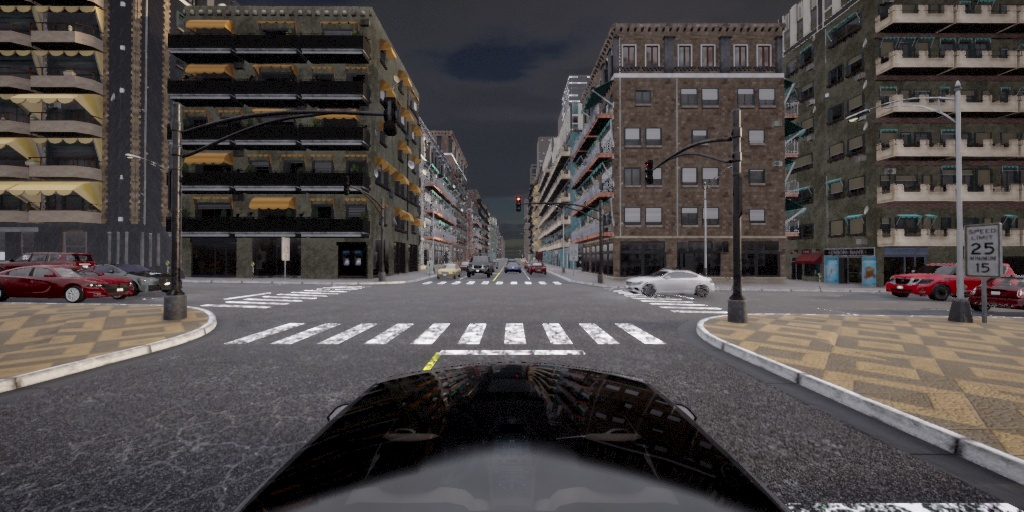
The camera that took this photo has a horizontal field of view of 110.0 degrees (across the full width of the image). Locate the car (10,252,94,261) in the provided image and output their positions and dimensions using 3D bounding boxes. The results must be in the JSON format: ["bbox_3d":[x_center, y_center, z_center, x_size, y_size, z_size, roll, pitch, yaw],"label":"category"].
[{"bbox_3d":[-28.641,0.686,21.998,5.009,1.841,2.192,0,0,0],"label":"car"}]

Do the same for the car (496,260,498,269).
[{"bbox_3d":[-3.086,1.265,45.286,1.837,1.490,4.892,0,0,0],"label":"car"}]

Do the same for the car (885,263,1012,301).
[{"bbox_3d":[24.199,1.385,19.781,5.566,2.045,2.150,0,-1,0],"label":"car"}]

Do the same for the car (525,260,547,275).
[{"bbox_3d":[2.701,1.303,38.346,1.888,1.381,4.507,0,0,0],"label":"car"}]

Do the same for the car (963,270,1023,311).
[{"bbox_3d":[20.838,1.500,14.011,4.097,1.591,1.967,0,0,0],"label":"car"}]

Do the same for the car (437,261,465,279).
[{"bbox_3d":[-5.681,1.282,32.669,1.751,1.417,4.829,0,0,0],"label":"car"}]

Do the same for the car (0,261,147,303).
[{"bbox_3d":[-17.259,1.012,13.700,4.507,1.381,1.888,0,0,0],"label":"car"}]

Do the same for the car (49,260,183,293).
[{"bbox_3d":[-17.674,1.049,16.290,4.181,1.385,1.994,1,-1,-1],"label":"car"}]

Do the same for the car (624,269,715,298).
[{"bbox_3d":[8.472,1.432,19.353,4.674,1.442,1.812,2,0,-5],"label":"car"}]

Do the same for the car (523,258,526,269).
[{"bbox_3d":[2.703,1.200,43.870,1.967,1.591,4.097,0,0,0],"label":"car"}]

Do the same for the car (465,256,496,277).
[{"bbox_3d":[-3.091,0.979,35.247,2.150,2.045,5.566,0,0,0],"label":"car"}]

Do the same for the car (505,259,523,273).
[{"bbox_3d":[0.118,1.324,44.289,1.994,1.385,4.181,0,0,0],"label":"car"}]
